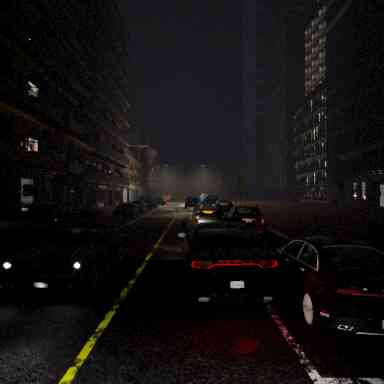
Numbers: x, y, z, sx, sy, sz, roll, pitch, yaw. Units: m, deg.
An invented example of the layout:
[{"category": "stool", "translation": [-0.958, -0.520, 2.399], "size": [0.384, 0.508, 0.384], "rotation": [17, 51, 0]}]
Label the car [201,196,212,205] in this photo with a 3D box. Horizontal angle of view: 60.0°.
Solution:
[{"category": "car", "translation": [2.714, 1.551, 62.528], "size": [1.752, 1.417, 4.829], "rotation": [1, 0, 0]}]

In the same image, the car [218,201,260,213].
[{"category": "car", "translation": [2.706, 1.445, 17.801], "size": [1.967, 1.590, 4.097], "rotation": [1, 0, 0]}]

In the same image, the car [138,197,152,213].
[{"category": "car", "translation": [-5.672, 1.563, 34.513], "size": [2.008, 1.369, 4.403], "rotation": [1, 0, 0]}]

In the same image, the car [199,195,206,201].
[{"category": "car", "translation": [2.719, 1.569, 90.377], "size": [1.752, 1.417, 4.829], "rotation": [1, 0, 0]}]

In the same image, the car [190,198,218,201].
[{"category": "car", "translation": [0.905, 1.463, 24.539], "size": [1.801, 1.575, 5.366], "rotation": [0, 0, 0]}]

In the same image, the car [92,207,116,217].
[{"category": "car", "translation": [-5.676, 1.550, 17.804], "size": [1.887, 1.381, 4.507], "rotation": [1, 0, 0]}]

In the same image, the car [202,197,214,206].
[{"category": "car", "translation": [2.712, 1.605, 56.789], "size": [1.802, 1.307, 4.206], "rotation": [1, 0, 0]}]

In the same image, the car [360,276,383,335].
[{"category": "car", "translation": [2.701, 1.551, 1.094], "size": [2.008, 1.369, 4.403], "rotation": [1, 0, 0]}]

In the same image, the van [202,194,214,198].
[{"category": "van", "translation": [2.714, 1.359, 45.651], "size": [1.690, 1.788, 3.998], "rotation": [1, 0, 0]}]

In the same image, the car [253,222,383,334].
[{"category": "car", "translation": [2.702, 1.553, 6.662], "size": [2.008, 1.369, 4.403], "rotation": [1, 0, 0]}]

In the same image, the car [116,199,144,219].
[{"category": "car", "translation": [-5.674, 1.576, 28.944], "size": [1.947, 1.339, 4.313], "rotation": [1, 0, 0]}]

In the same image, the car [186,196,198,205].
[{"category": "car", "translation": [0.012, 1.515, 58.632], "size": [2.128, 1.511, 4.902], "rotation": [0, 0, 0]}]

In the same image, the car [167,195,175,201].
[{"category": "car", "translation": [-5.661, 1.588, 90.210], "size": [1.887, 1.381, 4.507], "rotation": [1, 0, 0]}]

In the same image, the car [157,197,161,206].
[{"category": "car", "translation": [-5.669, 1.543, 45.483], "size": [1.752, 1.417, 4.829], "rotation": [1, 0, 0]}]

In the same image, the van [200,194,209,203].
[{"category": "van", "translation": [2.719, 1.373, 73.499], "size": [1.690, 1.788, 3.998], "rotation": [1, 0, 0]}]

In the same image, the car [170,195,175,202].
[{"category": "car", "translation": [-5.661, 1.347, 73.501], "size": [2.192, 1.841, 5.009], "rotation": [1, 0, 0]}]

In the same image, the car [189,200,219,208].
[{"category": "car", "translation": [0.884, 1.462, 18.539], "size": [1.801, 1.575, 5.366], "rotation": [0, 0, 0]}]

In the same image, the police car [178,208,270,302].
[{"category": "police car", "translation": [0.686, 1.427, 8.445], "size": [1.930, 1.638, 5.238], "rotation": [0, 0, -2]}]

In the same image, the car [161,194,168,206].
[{"category": "car", "translation": [-5.667, 1.574, 56.791], "size": [2.008, 1.369, 4.403], "rotation": [1, 0, 0]}]

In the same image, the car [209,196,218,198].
[{"category": "car", "translation": [2.709, 1.450, 28.941], "size": [1.967, 1.590, 4.097], "rotation": [1, 0, 0]}]

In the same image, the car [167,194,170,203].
[{"category": "car", "translation": [-5.666, 1.551, 62.192], "size": [1.752, 1.417, 4.829], "rotation": [1, 0, 0]}]

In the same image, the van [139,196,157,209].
[{"category": "van", "translation": [-5.668, 1.356, 40.084], "size": [1.690, 1.788, 3.998], "rotation": [1, 0, 0]}]

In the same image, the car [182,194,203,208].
[{"category": "car", "translation": [0.047, 1.370, 46.213], "size": [2.097, 1.767, 4.553], "rotation": [0, 0, 0]}]

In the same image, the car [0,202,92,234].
[{"category": "car", "translation": [-5.673, 1.319, 12.234], "size": [2.192, 1.841, 5.009], "rotation": [1, 0, 0]}]

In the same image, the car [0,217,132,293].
[{"category": "car", "translation": [-3.099, 1.603, 9.021], "size": [1.895, 1.301, 4.718], "rotation": [0, 0, 0]}]
